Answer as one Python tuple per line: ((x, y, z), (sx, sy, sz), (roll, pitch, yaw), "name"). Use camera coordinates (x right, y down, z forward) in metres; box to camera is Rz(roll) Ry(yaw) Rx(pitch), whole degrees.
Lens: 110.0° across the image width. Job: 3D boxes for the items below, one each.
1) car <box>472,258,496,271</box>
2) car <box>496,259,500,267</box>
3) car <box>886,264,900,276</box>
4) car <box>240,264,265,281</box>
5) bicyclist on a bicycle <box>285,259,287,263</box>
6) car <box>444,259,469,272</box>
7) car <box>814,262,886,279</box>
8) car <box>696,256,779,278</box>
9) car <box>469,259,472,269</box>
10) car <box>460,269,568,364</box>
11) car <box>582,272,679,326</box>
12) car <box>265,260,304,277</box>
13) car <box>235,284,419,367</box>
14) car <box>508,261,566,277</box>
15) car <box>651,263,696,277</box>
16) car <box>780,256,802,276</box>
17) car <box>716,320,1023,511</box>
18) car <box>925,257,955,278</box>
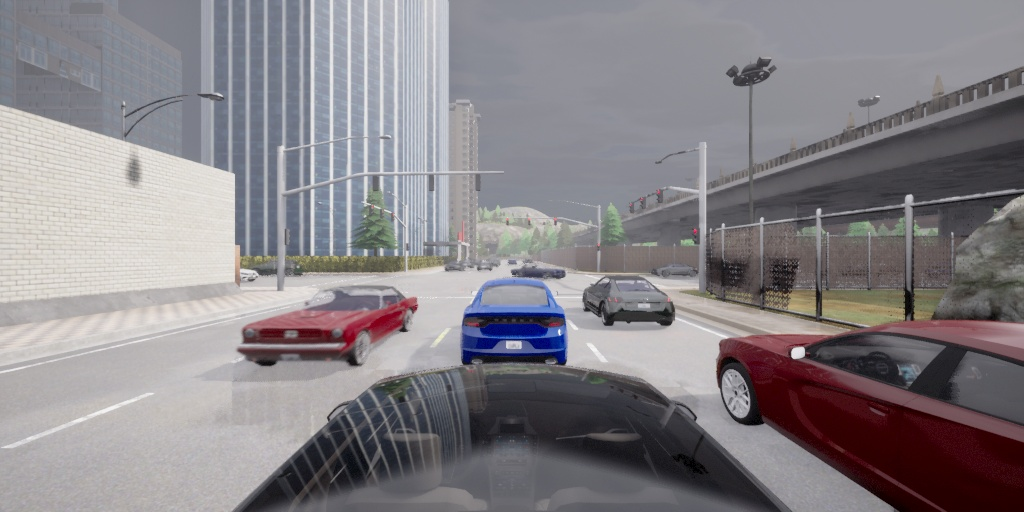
((-3.582, 1.241, 47.352), (2.128, 1.511, 4.902), (0, 0, 0), "car")
((-3.539, 1.101, 63.808), (2.097, 1.767, 4.553), (0, 0, 0), "car")
((35.561, 1.331, 35.472), (4.674, 1.442, 1.812), (0, 0, 0), "car")
((-22.630, 1.331, 28.203), (4.674, 1.442, 1.812), (0, 0, 0), "car")
((-25.289, 1.106, 40.160), (0.582, 1.620, 1.656), (0, 0, 0), "bicyclist on a bicycle")
((-7.186, 1.314, 45.388), (1.994, 1.385, 4.181), (0, 0, 3), "car")
((29.773, 1.406, 31.974), (4.718, 1.301, 1.895), (0, 0, 0), "car")
((20.004, 1.027, 31.957), (5.566, 2.045, 2.150), (0, 0, 0), "car")
((-7.070, 1.240, 56.219), (2.128, 1.511, 4.902), (0, 0, 0), "car")
((0.055, 1.228, 8.029), (1.882, 1.535, 5.008), (0, 0, 1), "car")
((3.577, 1.314, 11.689), (1.994, 1.385, 4.181), (0, 0, 0), "car")
((-23.354, 1.157, 35.528), (4.553, 1.767, 2.097), (0, 0, -2), "car")
((-3.597, 1.351, 8.041), (1.895, 1.301, 4.718), (0, 0, 0), "car")
((2.244, 1.376, 30.788), (4.718, 1.301, 1.895), (0, 0, 39), "car")
((16.026, 1.369, 35.453), (4.181, 1.385, 1.994), (0, 0, 0), "car")
((25.383, 1.027, 35.475), (5.566, 2.045, 2.150), (0, 0, -1), "car")
((3.602, 1.228, 2.695), (1.882, 1.535, 5.008), (0, 0, 0), "car")
((40.481, 1.027, 31.976), (5.566, 2.045, 2.150), (0, 0, 0), "car")
